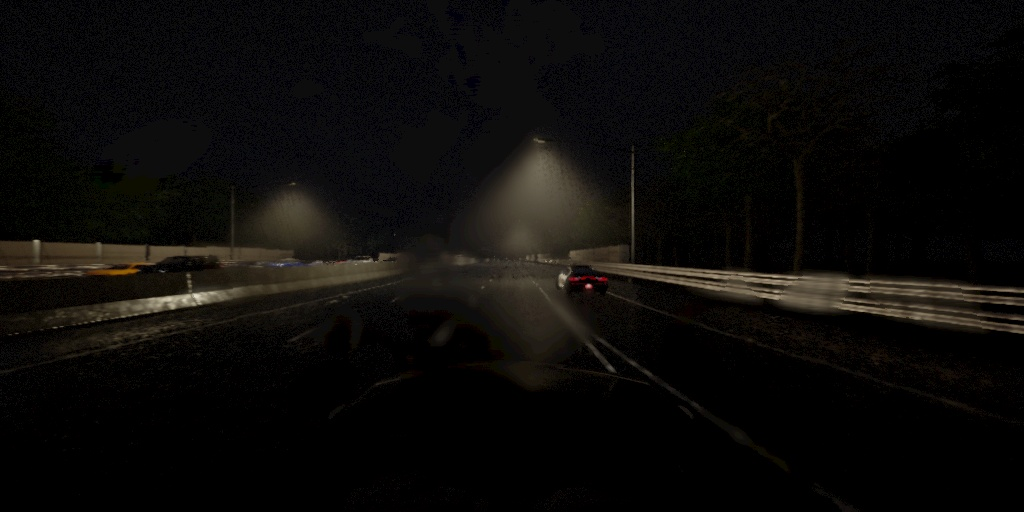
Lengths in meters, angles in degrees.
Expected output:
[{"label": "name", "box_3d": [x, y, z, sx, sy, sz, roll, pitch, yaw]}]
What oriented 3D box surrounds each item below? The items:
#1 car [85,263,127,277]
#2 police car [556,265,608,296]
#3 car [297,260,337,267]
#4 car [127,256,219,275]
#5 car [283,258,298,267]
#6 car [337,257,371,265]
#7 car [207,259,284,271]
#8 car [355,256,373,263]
[{"label": "car", "box_3d": [-28.080, 1.241, 26.423, 1.882, 1.535, 5.008, 0, 0, 0]}, {"label": "police car", "box_3d": [3.614, 1.265, 19.404, 2.038, 1.542, 4.974, 0, 0, -1]}, {"label": "car", "box_3d": [-24.525, 1.374, 45.284, 1.895, 1.301, 4.718, 0, 0, 1]}, {"label": "car", "box_3d": [-24.584, 0.987, 26.871, 2.150, 2.045, 5.566, 0, 0, 0]}, {"label": "car", "box_3d": [-28.036, 1.124, 44.344, 2.097, 1.767, 4.553, 0, 0, 0]}, {"label": "car", "box_3d": [-21.030, 1.267, 47.362, 2.128, 1.511, 4.902, 0, 0, 1]}, {"label": "car", "box_3d": [-21.076, 1.257, 28.721, 2.128, 1.511, 4.902, 0, 0, 0]}, {"label": "car", "box_3d": [-24.512, 1.006, 58.159, 2.150, 2.045, 5.566, 0, 1, 0]}]
